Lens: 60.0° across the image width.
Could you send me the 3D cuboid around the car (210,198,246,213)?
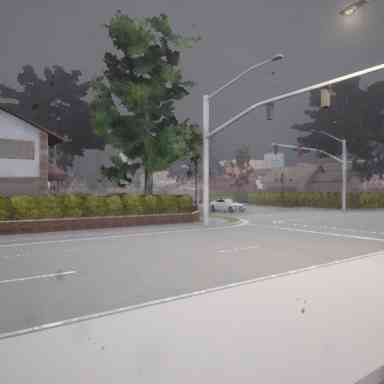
[{"bbox_3d":[3.795,1.435,36.354,1.812,1.442,4.674,0,0,-36],"label":"car"}]
